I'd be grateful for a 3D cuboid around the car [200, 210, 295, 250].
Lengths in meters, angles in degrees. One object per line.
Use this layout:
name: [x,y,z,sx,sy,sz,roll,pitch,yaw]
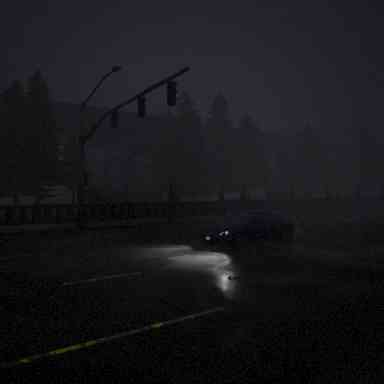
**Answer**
car: [2.520,1.526,14.358,4.674,1.442,1.812,0,0,-36]
